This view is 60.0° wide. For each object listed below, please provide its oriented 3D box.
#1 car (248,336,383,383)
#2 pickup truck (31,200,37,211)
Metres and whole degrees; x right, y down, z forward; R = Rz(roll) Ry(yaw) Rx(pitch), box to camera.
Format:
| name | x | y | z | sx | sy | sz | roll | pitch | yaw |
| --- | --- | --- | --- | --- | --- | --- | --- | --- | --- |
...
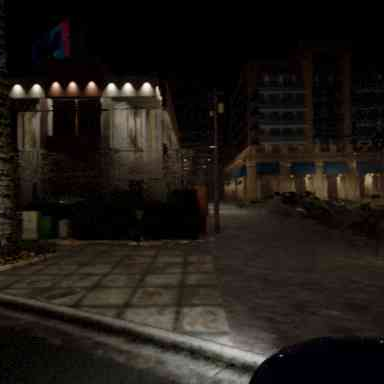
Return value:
| name | x | y | z | sx | sy | sz | roll | pitch | yaw |
| --- | --- | --- | --- | --- | --- | --- | --- | --- | --- |
| car | 2.473 | 1.497 | 1.559 | 4.674 | 1.442 | 1.812 | -1 | 0 | 36 |
| pickup truck | -10.712 | 1.321 | 26.249 | 2.390 | 2.098 | 6.274 | -1 | 0 | 0 |
